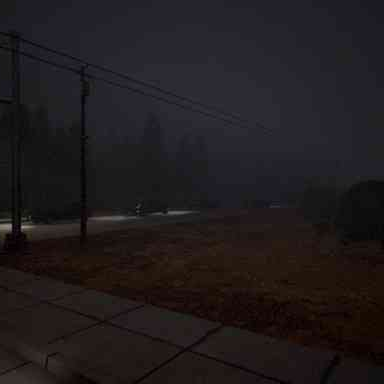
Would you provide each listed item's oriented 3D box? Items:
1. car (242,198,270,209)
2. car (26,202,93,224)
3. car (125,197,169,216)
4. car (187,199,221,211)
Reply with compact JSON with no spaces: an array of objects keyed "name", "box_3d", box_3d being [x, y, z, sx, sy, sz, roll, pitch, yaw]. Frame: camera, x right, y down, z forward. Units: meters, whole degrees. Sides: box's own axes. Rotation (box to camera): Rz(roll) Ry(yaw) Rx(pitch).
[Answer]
[{"name":"car","box_3d":[8.395,1.466,43.049,1.895,1.301,4.718,0,0,37]},{"name":"car","box_3d":[-9.732,1.513,24.808,1.837,1.490,4.892,0,0,37]},{"name":"car","box_3d":[-4.327,1.312,32.097,2.097,1.767,4.553,0,0,37]},{"name":"car","box_3d":[1.523,1.509,39.971,1.895,1.301,4.718,0,0,37]}]
